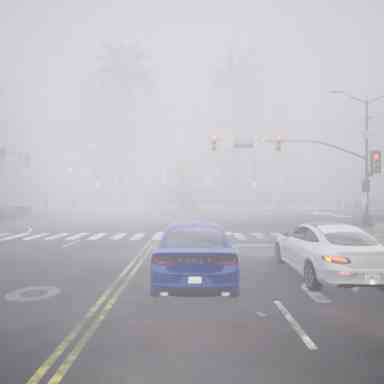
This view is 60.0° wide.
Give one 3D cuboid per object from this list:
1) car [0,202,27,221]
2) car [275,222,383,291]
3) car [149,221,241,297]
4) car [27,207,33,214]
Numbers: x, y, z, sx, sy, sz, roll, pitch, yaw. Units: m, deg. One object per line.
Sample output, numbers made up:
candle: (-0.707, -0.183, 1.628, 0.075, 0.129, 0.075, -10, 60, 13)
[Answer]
car: (-16.099, 1.507, 26.334, 4.892, 1.490, 1.837, -1, -1, 9)
car: (3.566, 1.526, 8.878, 1.812, 1.442, 4.674, 0, 0, 0)
car: (0.065, 1.478, 8.628, 1.882, 1.535, 5.008, 0, 0, 0)
car: (-17.240, 1.601, 30.383, 4.718, 1.301, 1.895, 0, 0, -1)
